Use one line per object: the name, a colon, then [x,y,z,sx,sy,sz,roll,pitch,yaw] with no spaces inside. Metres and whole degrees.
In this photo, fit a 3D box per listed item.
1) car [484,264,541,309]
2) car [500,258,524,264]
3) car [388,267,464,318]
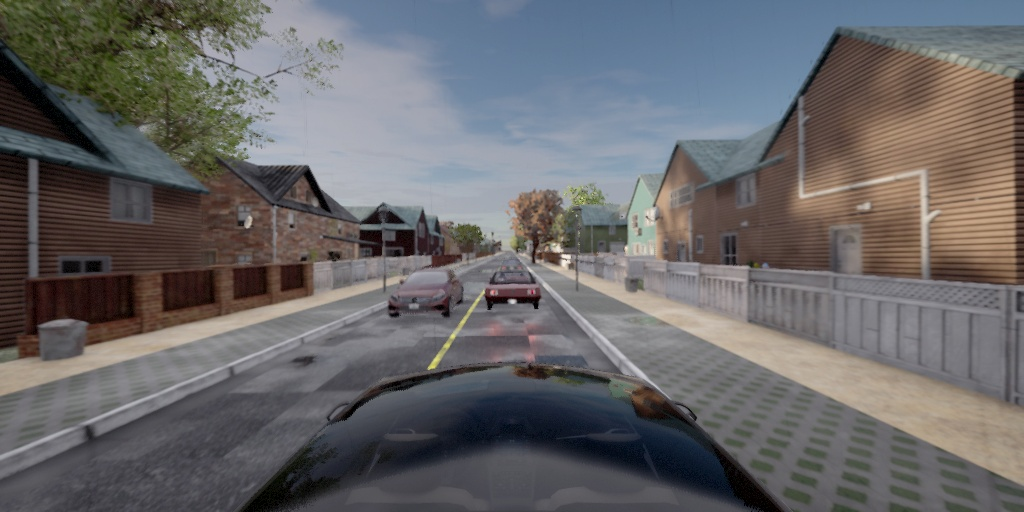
car: [0.028,1.177,13.899,1.895,1.301,4.718,0,1,0]
car: [-0.009,0.902,29.383,2.033,1.411,5.357,0,1,0]
car: [-2.787,1.143,12.507,1.812,1.442,4.674,0,1,0]
